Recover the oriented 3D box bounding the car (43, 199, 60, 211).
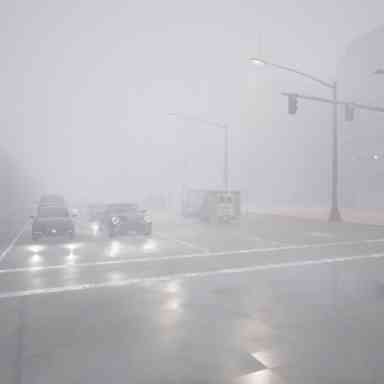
[{"bbox_3d":[-17.720,1.600,42.110,1.895,1.301,4.718,0,0,-23],"label":"car"}]

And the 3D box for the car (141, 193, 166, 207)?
[{"bbox_3d":[-5.544,1.222,49.537,2.150,2.045,5.566,0,0,-23],"label":"car"}]

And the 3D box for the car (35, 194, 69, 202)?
[{"bbox_3d":[-11.254,1.223,26.836,2.150,2.045,5.566,0,0,-23],"label":"car"}]

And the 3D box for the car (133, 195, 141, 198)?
[{"bbox_3d":[-9.684,1.352,59.155,2.097,1.767,4.553,0,0,-23],"label":"car"}]

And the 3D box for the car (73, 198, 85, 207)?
[{"bbox_3d":[-15.093,1.524,44.901,1.812,1.442,4.674,0,0,-23],"label":"car"}]

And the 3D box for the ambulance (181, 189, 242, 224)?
[{"bbox_3d":[1.115,1.031,24.833,2.351,2.431,6.366,0,0,-23],"label":"ambulance"}]

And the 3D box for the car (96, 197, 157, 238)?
[{"bbox_3d":[-3.667,1.352,17.939,2.097,1.767,4.553,0,0,-23],"label":"car"}]

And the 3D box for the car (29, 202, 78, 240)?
[{"bbox_3d":[-7.112,1.504,17.093,1.837,1.490,4.892,0,0,-23],"label":"car"}]

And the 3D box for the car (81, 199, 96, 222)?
[{"bbox_3d":[-7.432,1.547,26.781,2.033,1.411,5.357,0,0,-23],"label":"car"}]
